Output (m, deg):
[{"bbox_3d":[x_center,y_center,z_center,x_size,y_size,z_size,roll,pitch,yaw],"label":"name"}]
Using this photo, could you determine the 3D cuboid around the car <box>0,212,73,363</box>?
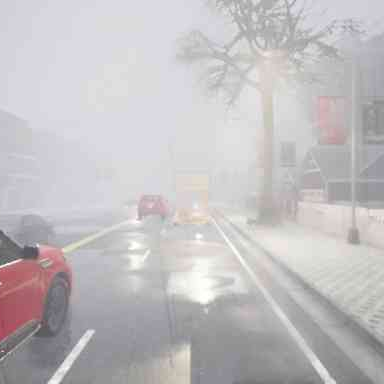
[{"bbox_3d":[-3.149,1.215,3.443,2.150,2.045,5.566,0,0,0],"label":"car"}]

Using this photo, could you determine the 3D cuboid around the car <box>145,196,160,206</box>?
[{"bbox_3d":[-6.547,1.391,55.306,1.882,1.535,5.008,0,0,0],"label":"car"}]

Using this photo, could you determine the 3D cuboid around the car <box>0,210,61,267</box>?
[{"bbox_3d":[-6.598,1.505,12.111,1.812,1.442,4.674,0,0,0],"label":"car"}]

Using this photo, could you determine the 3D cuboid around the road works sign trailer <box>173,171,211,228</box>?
[{"bbox_3d":[0.003,0.427,21.566,2.380,3.560,2.880,0,0,0],"label":"road works sign trailer"}]

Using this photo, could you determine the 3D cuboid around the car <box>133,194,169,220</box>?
[{"bbox_3d":[-3.158,1.174,27.670,2.150,2.045,5.566,0,0,0],"label":"car"}]

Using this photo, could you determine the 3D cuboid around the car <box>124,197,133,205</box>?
[{"bbox_3d":[-9.796,1.515,54.752,1.895,1.301,4.718,0,0,0],"label":"car"}]
